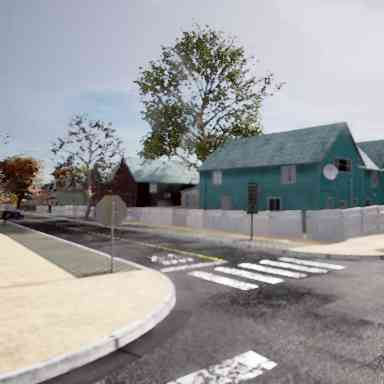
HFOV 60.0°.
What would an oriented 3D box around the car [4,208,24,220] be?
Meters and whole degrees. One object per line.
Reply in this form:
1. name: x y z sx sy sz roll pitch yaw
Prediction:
1. car: -23.476 2.862 43.738 1.994 1.385 4.181 1 -2 -36
